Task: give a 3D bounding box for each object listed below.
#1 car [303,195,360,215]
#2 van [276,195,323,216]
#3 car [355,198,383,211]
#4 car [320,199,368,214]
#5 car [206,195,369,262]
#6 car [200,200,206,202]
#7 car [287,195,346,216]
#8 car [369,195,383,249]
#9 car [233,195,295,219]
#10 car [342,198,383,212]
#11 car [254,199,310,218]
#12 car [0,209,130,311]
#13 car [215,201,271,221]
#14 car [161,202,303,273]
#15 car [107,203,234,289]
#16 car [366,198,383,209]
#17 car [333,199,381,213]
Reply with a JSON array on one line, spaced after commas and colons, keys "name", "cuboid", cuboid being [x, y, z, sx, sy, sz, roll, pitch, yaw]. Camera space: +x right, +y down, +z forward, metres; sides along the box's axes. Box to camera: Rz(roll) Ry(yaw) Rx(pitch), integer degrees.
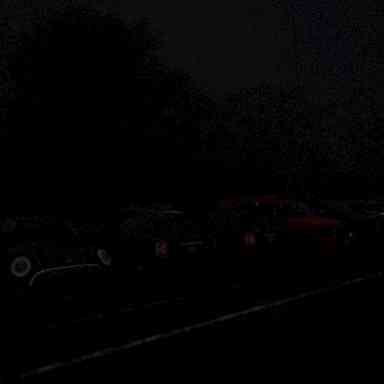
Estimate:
[{"name": "car", "cuboid": [15.737, 1.362, 37.820, 2.435, 2.045, 5.566, 0, 0, -36]}, {"name": "van", "cuboid": [11.136, 1.369, 34.707, 1.878, 1.987, 4.442, 0, 0, -36]}, {"name": "car", "cuboid": [24.757, 1.610, 44.301, 2.097, 1.535, 5.008, 0, 0, -36]}, {"name": "car", "cuboid": [17.960, 1.647, 39.481, 2.163, 1.488, 4.792, 0, 0, -36]}, {"name": "car", "cuboid": [3.330, 1.265, 12.863, 2.435, 2.045, 5.566, 0, 0, -36]}, {"name": "car", "cuboid": [2.155, 1.424, 28.177, 2.185, 1.767, 4.553, 0, 0, -36]}, {"name": "car", "cuboid": [13.445, 1.355, 36.251, 2.435, 2.045, 5.566, 0, 0, -36]}, {"name": "car", "cuboid": [5.610, 1.276, 14.493, 2.435, 2.045, 5.566, 0, 0, -36]}, {"name": "car", "cuboid": [6.673, 1.321, 31.406, 2.435, 2.045, 5.566, 0, 0, -36]}, {"name": "car", "cuboid": [22.388, 1.612, 42.839, 1.946, 1.575, 5.366, 0, 0, -36]}, {"name": "car", "cuboid": [8.839, 1.581, 33.149, 1.946, 1.575, 5.366, 0, 0, -36]}, {"name": "car", "cuboid": [-3.545, 1.356, 8.018, 2.185, 1.767, 4.553, 0, 0, -36]}, {"name": "car", "cuboid": [4.448, 1.591, 29.744, 2.163, 1.488, 4.792, 0, 0, -36]}, {"name": "car", "cuboid": [1.051, 1.379, 11.229, 2.185, 1.767, 4.553, 0, 0, -36]}, {"name": "car", "cuboid": [-1.229, 1.367, 9.598, 2.185, 1.767, 4.553, 0, 0, -36]}, {"name": "car", "cuboid": [27.017, 1.603, 45.916, 2.231, 1.521, 4.892, 0, 0, -36]}, {"name": "car", "cuboid": [20.258, 1.650, 41.053, 2.163, 1.488, 4.792, 0, 0, -36]}]
